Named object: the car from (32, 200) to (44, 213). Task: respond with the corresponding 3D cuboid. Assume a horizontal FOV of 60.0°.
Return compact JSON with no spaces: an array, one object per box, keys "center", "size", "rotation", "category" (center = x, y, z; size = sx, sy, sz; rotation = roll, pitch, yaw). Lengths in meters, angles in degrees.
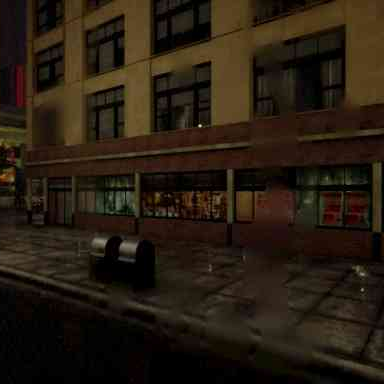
[{"center":[-14.661,1.490,35.924],"size":[2.128,1.511,4.902],"rotation":[0,0,36],"category":"car"}]
